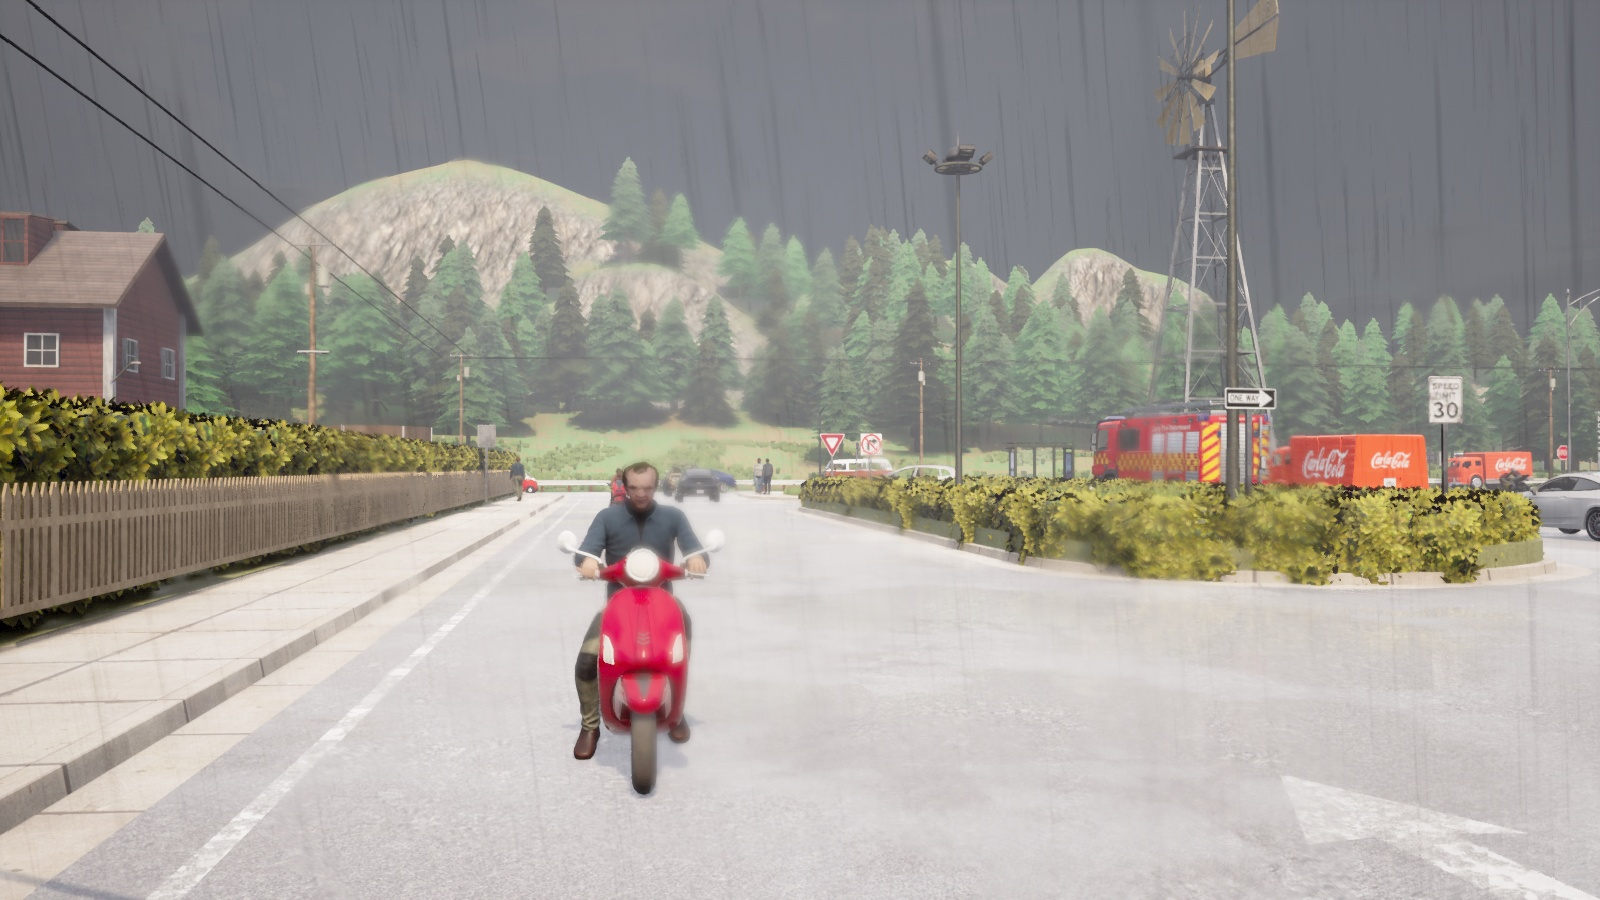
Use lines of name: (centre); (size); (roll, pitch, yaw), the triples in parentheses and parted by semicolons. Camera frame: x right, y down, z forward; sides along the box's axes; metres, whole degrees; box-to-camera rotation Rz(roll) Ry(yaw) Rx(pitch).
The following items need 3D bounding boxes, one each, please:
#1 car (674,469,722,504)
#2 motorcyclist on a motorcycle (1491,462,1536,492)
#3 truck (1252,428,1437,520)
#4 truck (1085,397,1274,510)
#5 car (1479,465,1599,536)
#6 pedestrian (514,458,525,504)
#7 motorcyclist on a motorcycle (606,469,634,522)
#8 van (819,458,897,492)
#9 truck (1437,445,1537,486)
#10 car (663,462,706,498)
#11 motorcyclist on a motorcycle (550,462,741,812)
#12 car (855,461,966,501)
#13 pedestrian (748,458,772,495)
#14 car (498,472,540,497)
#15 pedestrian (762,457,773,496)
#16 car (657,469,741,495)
car: (-4.648, 1.618, 56.599); (1.837, 1.490, 4.892); (0, -1, -8)
motorcyclist on a motorcycle: (37.344, 1.404, 65.777); (0.866, 1.530, 2.191); (0, -1, -9)
truck: (15.741, 0.682, 36.715); (2.627, 2.467, 5.204); (0, -1, -8)
truck: (13.910, 0.158, 46.998); (2.891, 3.827, 8.468); (0, -1, -13)
car: (17.194, 1.056, 27.343); (1.812, 1.442, 4.674); (0, -1, -8)
pedestrian: (-11.479, 1.258, 51.334); (0.370, 1.835, 0.726); (0, -1, -9)
motorcyclist on a motorcycle: (-5.392, 1.348, 37.617); (0.797, 1.523, 2.044); (0, -1, -8)
van: (3.547, 1.543, 77.397); (4.480, 2.038, 2.069); (0, -1, -8)
truck: (45.578, 1.024, 83.368); (5.204, 2.467, 2.627); (-2, -1, -8)
car: (-6.176, 1.577, 66.621); (1.932, 1.855, 4.605); (0, -1, -9)
motorcyclist on a motorcycle: (-0.841, 0.865, 6.701); (0.866, 1.590, 1.817); (0, -1, -8)
car: (4.820, 1.345, 54.410); (4.611, 1.667, 2.242); (-1, -1, 10)
pedestrian: (-2.031, 1.336, 63.320); (0.874, 1.855, 0.900); (-1, -1, 25)
car: (-15.906, 1.961, 71.096); (2.207, 1.376, 1.481); (-1, -1, -8)
pedestrian: (-1.606, 1.325, 62.825); (0.423, 1.949, 0.788); (0, -1, -10)
car: (-6.052, 1.899, 75.096); (4.674, 1.442, 1.812); (0, -1, -26)
